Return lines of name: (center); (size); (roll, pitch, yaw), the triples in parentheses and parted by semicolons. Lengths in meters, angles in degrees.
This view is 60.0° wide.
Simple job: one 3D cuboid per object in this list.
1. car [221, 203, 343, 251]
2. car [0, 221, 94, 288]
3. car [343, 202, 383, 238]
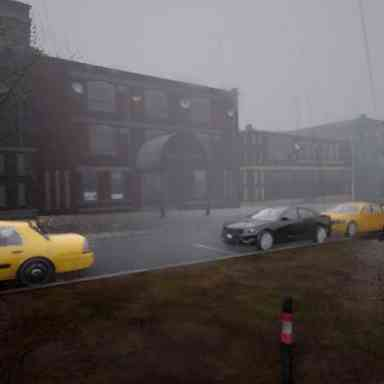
car: (3.417, 1.285, 13.100); (5.008, 1.535, 2.097); (0, 0, -33)
car: (-4.925, 1.317, 7.139); (5.366, 1.575, 1.946); (0, 0, -33)
car: (7.928, 1.256, 16.329); (5.008, 1.535, 2.097); (0, 0, -33)
